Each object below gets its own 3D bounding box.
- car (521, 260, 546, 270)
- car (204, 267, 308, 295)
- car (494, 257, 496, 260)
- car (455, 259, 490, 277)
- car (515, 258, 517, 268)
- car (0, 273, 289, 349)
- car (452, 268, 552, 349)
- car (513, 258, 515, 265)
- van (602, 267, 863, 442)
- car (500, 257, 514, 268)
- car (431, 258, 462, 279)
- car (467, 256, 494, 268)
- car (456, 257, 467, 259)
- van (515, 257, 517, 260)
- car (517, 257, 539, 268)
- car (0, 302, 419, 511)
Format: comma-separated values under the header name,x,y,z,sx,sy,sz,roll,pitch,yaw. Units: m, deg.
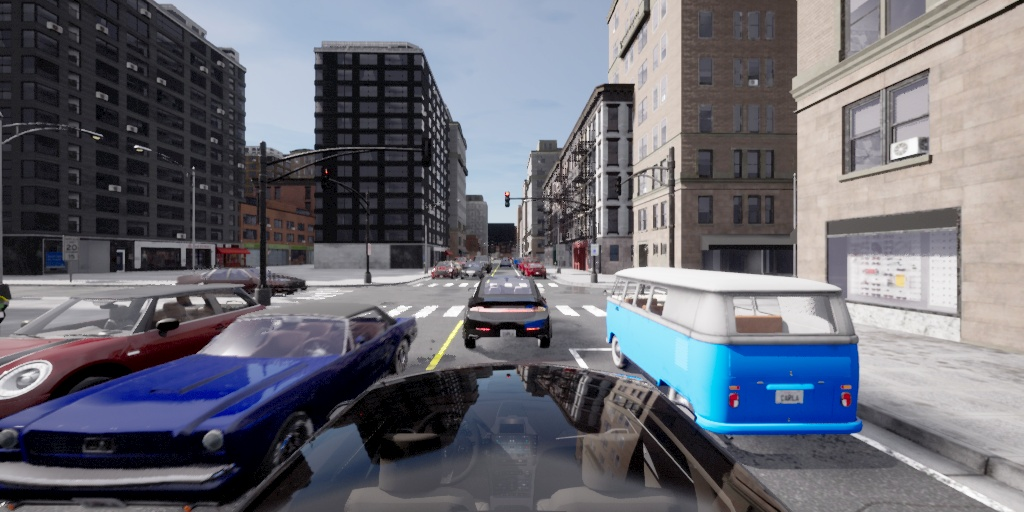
name,x,y,z,sx,sy,sz,roll,pitch,yaw
car,2.081,1.289,32.108,1.888,1.381,4.507,0,0,-1
car,-12.885,1.234,17.185,5.357,1.411,2.033,0,0,-1
car,-3.776,1.286,52.170,2.033,1.411,5.357,0,0,-1
car,-3.392,1.236,31.606,2.128,1.511,4.902,0,0,-1
car,1.776,1.285,48.334,1.888,1.381,4.507,0,0,-1
car,-5.439,1.189,5.082,1.967,1.591,4.097,0,0,-1
car,-0.125,1.240,9.167,2.128,1.511,4.902,0,0,-1
car,1.573,1.301,59.151,1.948,1.339,4.313,0,0,-1
van,2.585,1.090,5.233,1.690,1.789,3.998,0,0,-1
car,-1.124,1.297,62.268,1.994,1.385,4.181,0,0,-1
car,-5.943,1.184,31.957,1.967,1.591,4.097,0,0,-1
car,-3.581,0.963,41.768,2.150,2.045,5.566,0,0,0
car,-6.146,1.056,42.774,2.192,1.841,5.009,0,0,-1
van,1.674,1.078,53.743,1.690,1.789,3.998,0,0,-1
car,1.979,1.058,37.516,2.192,1.841,5.009,0,0,-1
car,-2.739,1.350,4.612,1.895,1.301,4.718,0,0,1
